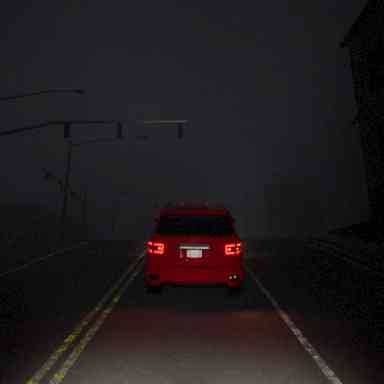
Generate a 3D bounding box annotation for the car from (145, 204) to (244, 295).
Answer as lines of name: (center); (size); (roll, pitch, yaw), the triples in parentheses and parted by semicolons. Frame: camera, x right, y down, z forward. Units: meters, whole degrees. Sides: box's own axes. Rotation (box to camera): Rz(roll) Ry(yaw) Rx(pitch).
car: (0.077, 1.347, 9.242); (2.150, 2.045, 5.566); (1, -1, 1)
